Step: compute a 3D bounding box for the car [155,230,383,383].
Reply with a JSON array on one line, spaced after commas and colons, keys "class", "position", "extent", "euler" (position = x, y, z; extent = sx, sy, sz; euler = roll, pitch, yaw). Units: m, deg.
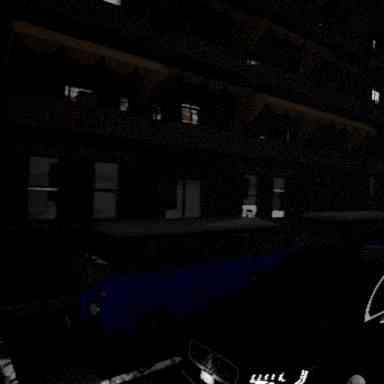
[{"class": "car", "position": [2.128, 1.547, 4.578], "extent": [4.892, 1.490, 1.837], "euler": [1, 0, -35]}]

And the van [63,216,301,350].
[{"class": "van", "position": [-0.076, 1.373, 6.009], "extent": [3.998, 1.788, 1.690], "euler": [1, 1, -35]}]

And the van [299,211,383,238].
[{"class": "van", "position": [4.433, 1.432, 9.213], "extent": [3.998, 1.788, 1.690], "euler": [1, 1, -35]}]
